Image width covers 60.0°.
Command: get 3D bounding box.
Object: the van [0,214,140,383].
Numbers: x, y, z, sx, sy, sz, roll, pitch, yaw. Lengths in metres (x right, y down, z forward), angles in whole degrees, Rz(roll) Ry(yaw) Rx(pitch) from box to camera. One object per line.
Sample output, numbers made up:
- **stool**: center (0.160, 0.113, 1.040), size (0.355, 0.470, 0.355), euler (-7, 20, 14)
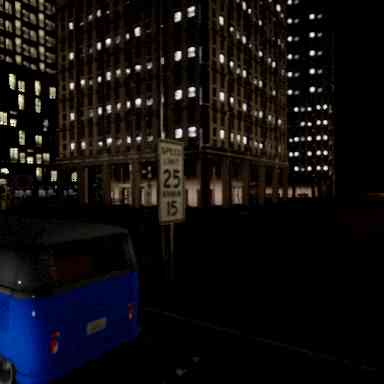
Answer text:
- **van**: center (-2.607, 1.269, 4.809), size (3.998, 1.788, 1.690), euler (0, 1, 34)
